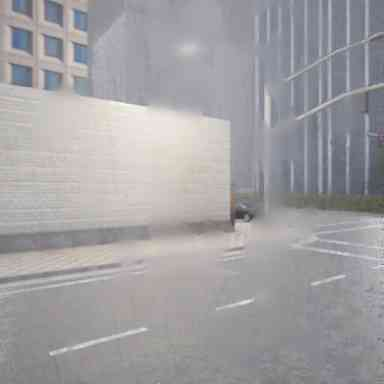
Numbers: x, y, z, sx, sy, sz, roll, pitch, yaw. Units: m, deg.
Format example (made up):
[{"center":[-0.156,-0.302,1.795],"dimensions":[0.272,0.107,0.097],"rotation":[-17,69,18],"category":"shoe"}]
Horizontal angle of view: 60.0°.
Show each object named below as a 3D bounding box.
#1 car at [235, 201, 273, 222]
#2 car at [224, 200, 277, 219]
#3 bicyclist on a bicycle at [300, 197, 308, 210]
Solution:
[{"center":[4.006,1.547,27.168],"dimensions":[1.882,1.535,5.008],"rotation":[0,0,-36],"category":"car"},{"center":[5.386,1.563,31.254],"dimensions":[2.128,1.511,4.902],"rotation":[0,0,-36],"category":"car"},{"center":[13.607,1.381,40.351],"dimensions":[1.656,1.620,0.582],"rotation":[0,0,-36],"category":"bicyclist on a bicycle"}]
